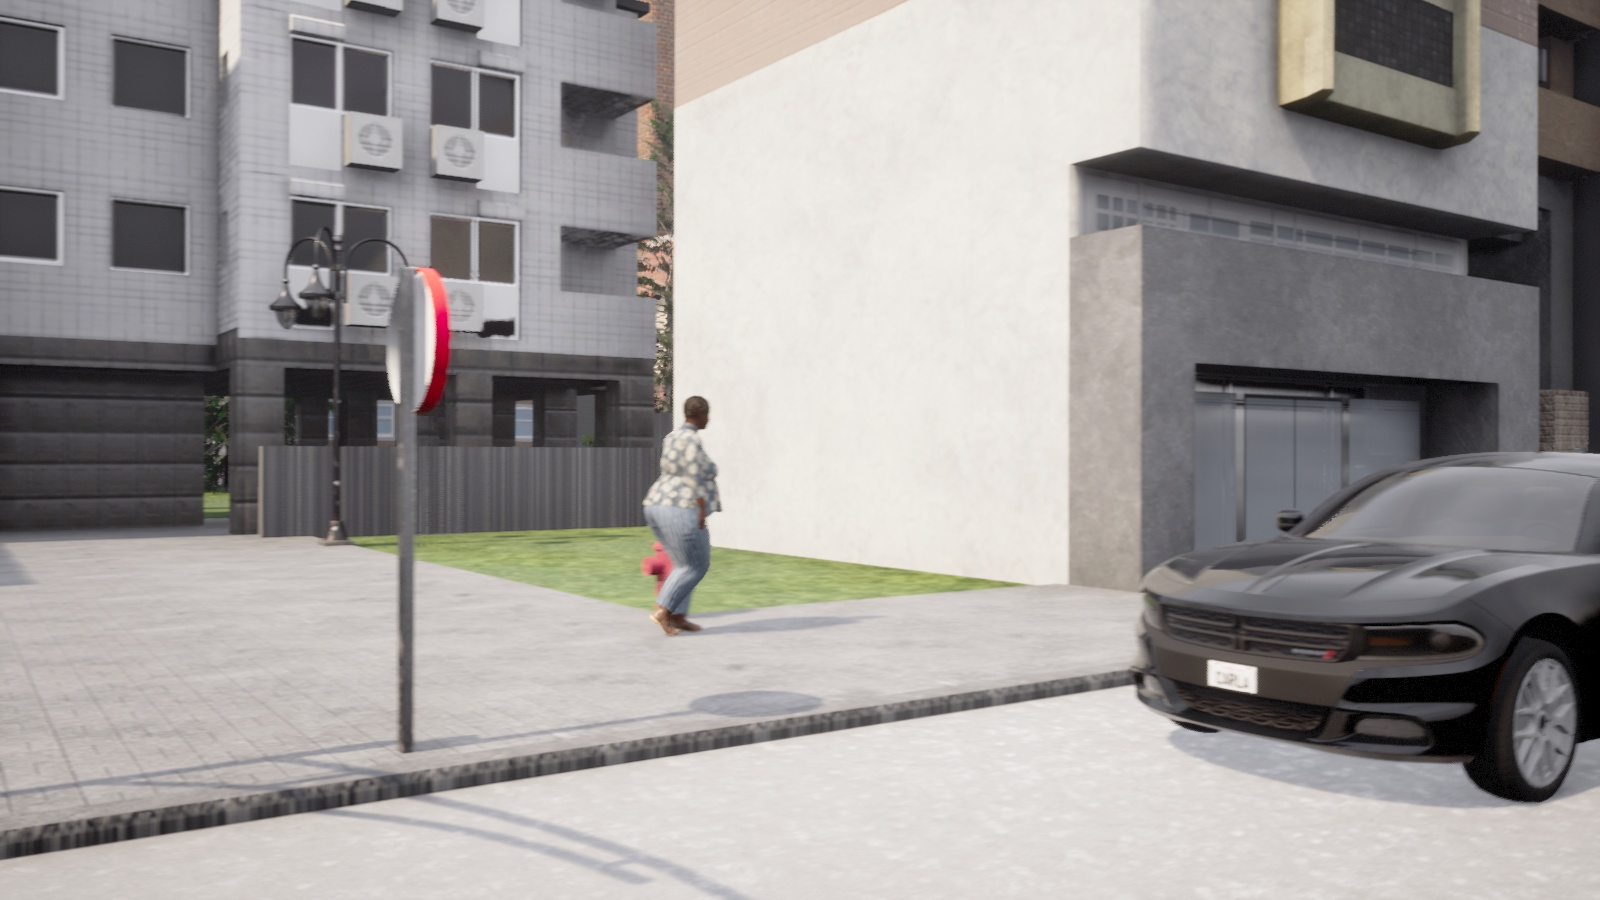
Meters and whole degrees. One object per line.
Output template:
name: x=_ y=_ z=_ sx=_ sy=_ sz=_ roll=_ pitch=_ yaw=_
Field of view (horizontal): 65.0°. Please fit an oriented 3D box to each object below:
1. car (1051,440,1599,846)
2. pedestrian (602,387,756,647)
car: x=3.854 y=0.731 z=6.951 sx=5.008 sy=1.535 sz=1.882 roll=0 pitch=0 yaw=-35
pedestrian: x=-0.931 y=0.480 z=9.568 sx=0.900 sy=1.855 sz=0.874 roll=0 pitch=0 yaw=-28
